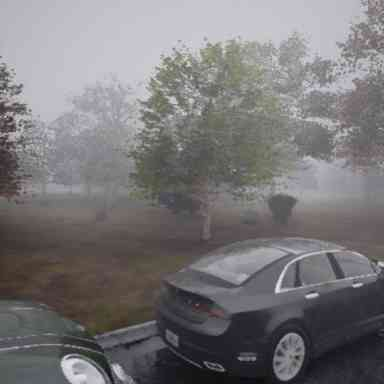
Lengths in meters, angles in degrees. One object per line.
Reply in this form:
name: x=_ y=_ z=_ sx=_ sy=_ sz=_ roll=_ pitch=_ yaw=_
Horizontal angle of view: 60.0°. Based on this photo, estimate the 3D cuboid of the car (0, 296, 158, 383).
car: x=-2.770 y=1.351 z=2.083 sx=4.553 sy=1.767 sz=2.185 roll=0 pitch=0 yaw=-33

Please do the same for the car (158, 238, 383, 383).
car: x=1.786 y=1.491 z=5.332 sx=4.892 sy=1.521 sz=2.231 roll=0 pitch=0 yaw=-33
